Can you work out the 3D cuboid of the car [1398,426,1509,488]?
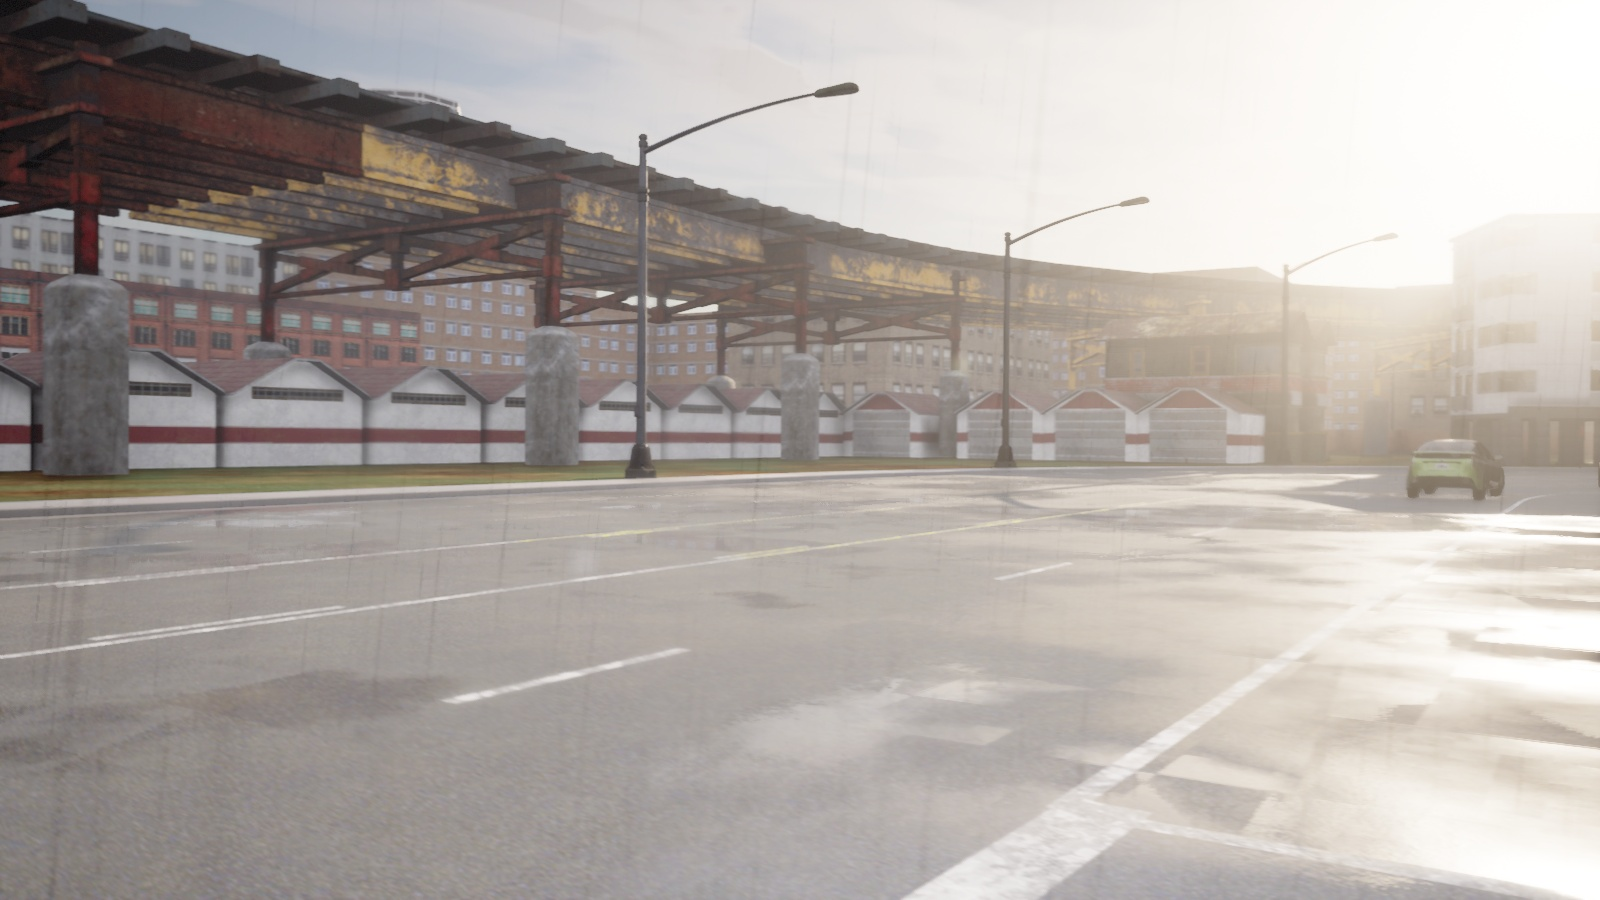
[{"bbox_3d":[17.442,0.144,33.416,2.007,1.525,4.514,0,1,35],"label":"car"}]

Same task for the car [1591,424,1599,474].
[{"bbox_3d":[28.207,-0.073,42.296,2.033,1.649,4.856,-1,0,39],"label":"car"}]
